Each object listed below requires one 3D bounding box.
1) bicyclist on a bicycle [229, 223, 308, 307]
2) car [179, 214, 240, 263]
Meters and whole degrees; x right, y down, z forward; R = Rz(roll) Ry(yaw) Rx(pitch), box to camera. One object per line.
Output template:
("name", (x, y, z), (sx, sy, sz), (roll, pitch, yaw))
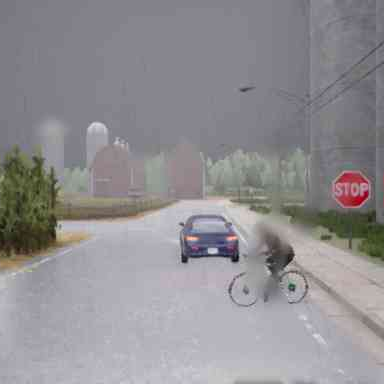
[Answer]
("bicyclist on a bicycle", (1.512, 1.426, 6.504), (1.656, 1.620, 0.582), (0, 0, -10))
("car", (0.520, 1.522, 11.856), (1.812, 1.442, 4.674), (0, 0, -2))
